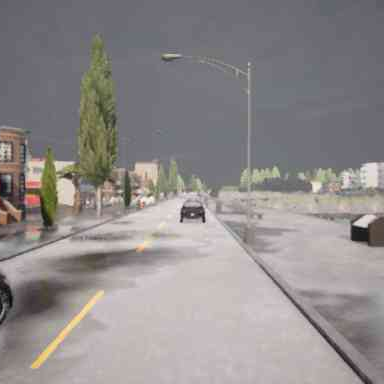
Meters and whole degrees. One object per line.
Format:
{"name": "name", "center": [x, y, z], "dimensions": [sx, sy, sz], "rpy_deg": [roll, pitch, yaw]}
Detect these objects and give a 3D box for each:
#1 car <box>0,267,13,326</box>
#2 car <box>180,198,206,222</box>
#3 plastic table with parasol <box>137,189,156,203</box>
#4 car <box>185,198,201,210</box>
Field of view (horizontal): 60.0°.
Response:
{"name": "car", "center": [-4.100, 1.555, 4.061], "dimensions": [1.994, 1.385, 4.181], "rpy_deg": [0, 0, 0]}
{"name": "car", "center": [0.064, 1.421, 25.963], "dimensions": [1.882, 1.535, 5.008], "rpy_deg": [0, 0, 0]}
{"name": "plastic table with parasol", "center": [-8.417, 0.768, 61.401], "dimensions": [2.482, 2.480, 2.482], "rpy_deg": [0, 0, -40]}
{"name": "car", "center": [0.093, 1.469, 43.227], "dimensions": [1.994, 1.385, 4.181], "rpy_deg": [0, 0, 0]}
